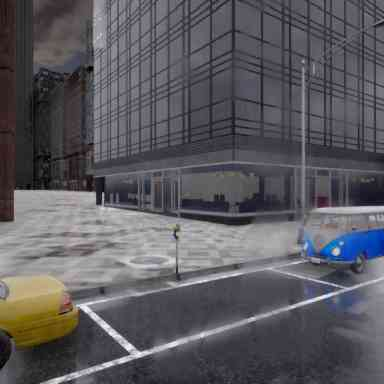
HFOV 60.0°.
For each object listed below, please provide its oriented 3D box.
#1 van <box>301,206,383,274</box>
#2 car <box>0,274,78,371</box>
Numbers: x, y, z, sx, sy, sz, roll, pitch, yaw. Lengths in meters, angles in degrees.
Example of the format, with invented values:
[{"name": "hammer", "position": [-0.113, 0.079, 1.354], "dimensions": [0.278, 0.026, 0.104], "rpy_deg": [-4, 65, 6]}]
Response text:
[{"name": "van", "position": [5.080, 1.341, 10.288], "dimensions": [3.998, 1.788, 1.690], "rpy_deg": [0, 0, -36]}, {"name": "car", "position": [-3.905, 1.525, 3.864], "dimensions": [4.829, 1.417, 1.752], "rpy_deg": [0, 0, -36]}]
